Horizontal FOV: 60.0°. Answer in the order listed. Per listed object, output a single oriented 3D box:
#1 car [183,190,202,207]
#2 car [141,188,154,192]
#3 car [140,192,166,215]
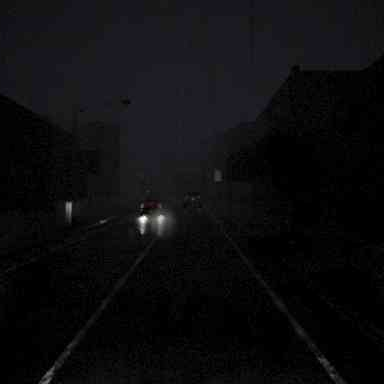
[{"bbox_3d":[0.078,0.799,42.691,2.150,2.045,5.566,0,1,-1],"label":"car"},{"bbox_3d":[-9.578,-0.058,72.300,2.097,1.767,4.553,1,2,-28],"label":"car"},{"bbox_3d":[-3.593,1.135,31.166,2.097,1.767,4.553,0,1,0],"label":"car"}]
